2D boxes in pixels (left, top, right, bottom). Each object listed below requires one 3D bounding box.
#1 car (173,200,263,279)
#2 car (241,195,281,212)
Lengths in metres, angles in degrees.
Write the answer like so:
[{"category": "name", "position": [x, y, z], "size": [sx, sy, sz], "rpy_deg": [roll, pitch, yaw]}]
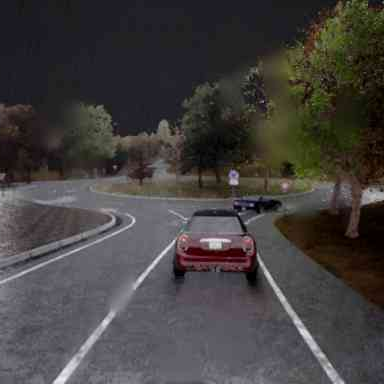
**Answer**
[{"category": "car", "position": [0.707, 1.293, 10.099], "size": [2.097, 1.767, 4.553], "rpy_deg": [0, 0, 4]}, {"category": "car", "position": [5.128, 0.893, 25.551], "size": [1.895, 1.301, 4.718], "rpy_deg": [5, 3, 38]}]
